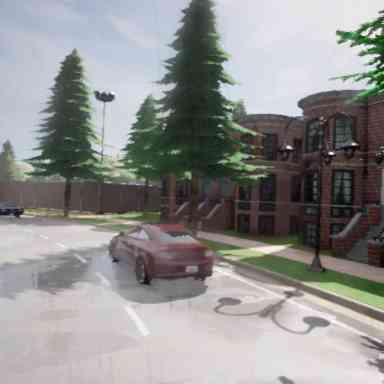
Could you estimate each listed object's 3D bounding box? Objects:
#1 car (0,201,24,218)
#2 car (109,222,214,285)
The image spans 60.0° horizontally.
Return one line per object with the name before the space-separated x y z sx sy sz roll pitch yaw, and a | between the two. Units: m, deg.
car | -15.417 1.360 26.597 4.718 1.301 1.895 2 -1 38
car | -1.055 1.619 9.800 1.812 1.442 4.674 3 -1 -27
